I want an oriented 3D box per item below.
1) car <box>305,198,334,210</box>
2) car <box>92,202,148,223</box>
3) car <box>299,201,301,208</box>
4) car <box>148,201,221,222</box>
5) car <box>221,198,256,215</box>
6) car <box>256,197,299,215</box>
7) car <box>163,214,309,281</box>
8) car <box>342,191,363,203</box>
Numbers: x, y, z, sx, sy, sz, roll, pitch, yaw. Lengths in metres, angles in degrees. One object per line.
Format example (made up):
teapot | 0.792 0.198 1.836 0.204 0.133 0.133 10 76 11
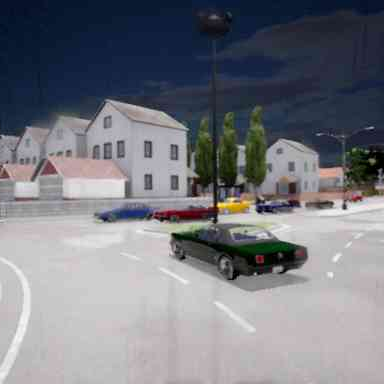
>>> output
car | 15.149 1.367 39.477 1.895 1.301 4.718 0 0 43
car | -4.797 1.516 25.652 5.357 1.411 2.033 -1 0 -31
car | 11.804 1.354 41.008 1.994 1.385 4.181 0 0 43
car | -0.498 1.537 24.505 4.718 1.301 1.895 -1 0 -36
car | 3.689 1.358 32.425 5.008 1.535 1.882 0 0 -44
car | 7.936 1.448 31.686 1.895 1.301 4.718 0 0 44
car | 1.022 1.565 9.890 1.895 1.301 4.718 -1 0 -28
car | 28.672 0.847 59.447 2.150 2.045 5.566 0 0 43
